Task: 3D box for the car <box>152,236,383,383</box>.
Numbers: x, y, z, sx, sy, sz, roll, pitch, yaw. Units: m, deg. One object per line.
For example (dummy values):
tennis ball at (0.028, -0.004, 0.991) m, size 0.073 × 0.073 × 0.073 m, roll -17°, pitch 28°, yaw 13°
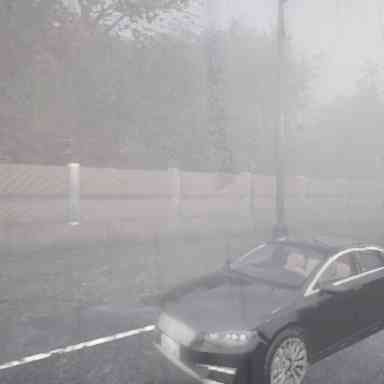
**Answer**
car at (1.756, 1.509, 5.218) m, size 4.902 × 1.511 × 2.128 m, roll 0°, pitch 0°, yaw -35°
